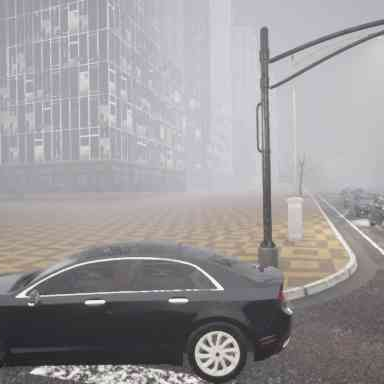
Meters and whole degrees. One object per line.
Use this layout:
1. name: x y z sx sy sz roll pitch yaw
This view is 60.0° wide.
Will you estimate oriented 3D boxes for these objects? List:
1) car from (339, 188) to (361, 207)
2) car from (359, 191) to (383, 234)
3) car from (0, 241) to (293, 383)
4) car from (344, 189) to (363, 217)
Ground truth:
1. car: 13.008 0.453 26.793 2.128 1.511 4.902 -1 2 18
2. car: 8.983 0.928 14.429 2.128 1.511 4.902 -1 2 18
3. car: -1.093 1.505 4.778 4.892 1.490 1.837 0 0 0
4. car: 11.023 0.759 20.726 1.994 1.385 4.181 -1 2 17
